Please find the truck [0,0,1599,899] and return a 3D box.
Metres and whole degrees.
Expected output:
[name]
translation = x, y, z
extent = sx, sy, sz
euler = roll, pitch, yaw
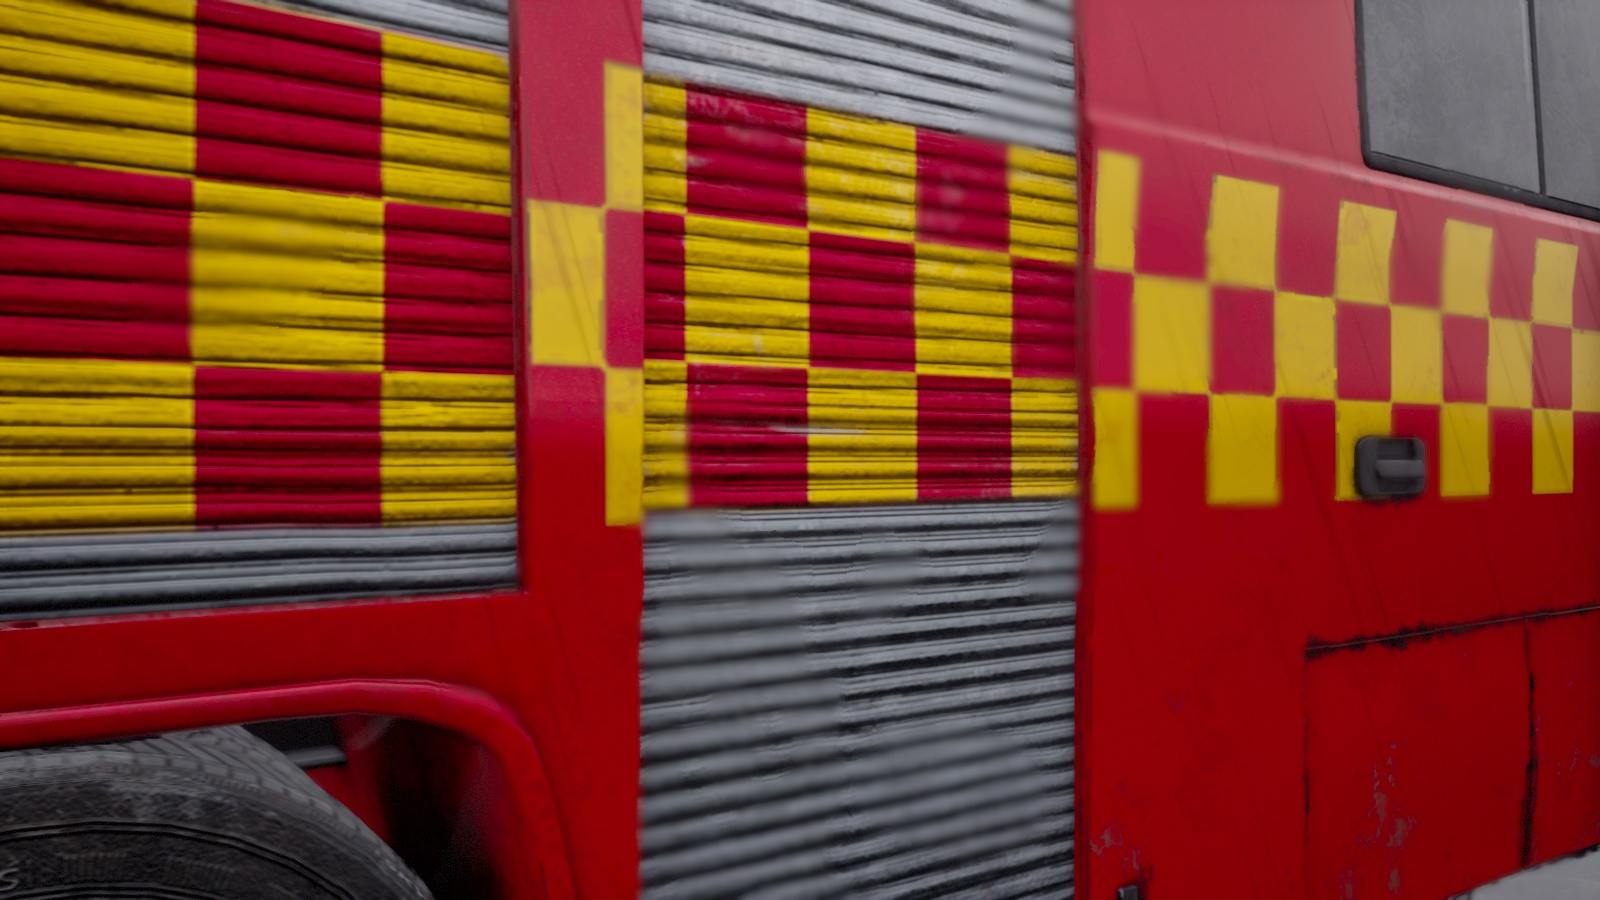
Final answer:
[truck]
translation = 0.562, -0.411, 4.054
extent = 8.468, 3.827, 2.891
euler = 0, 0, -35
